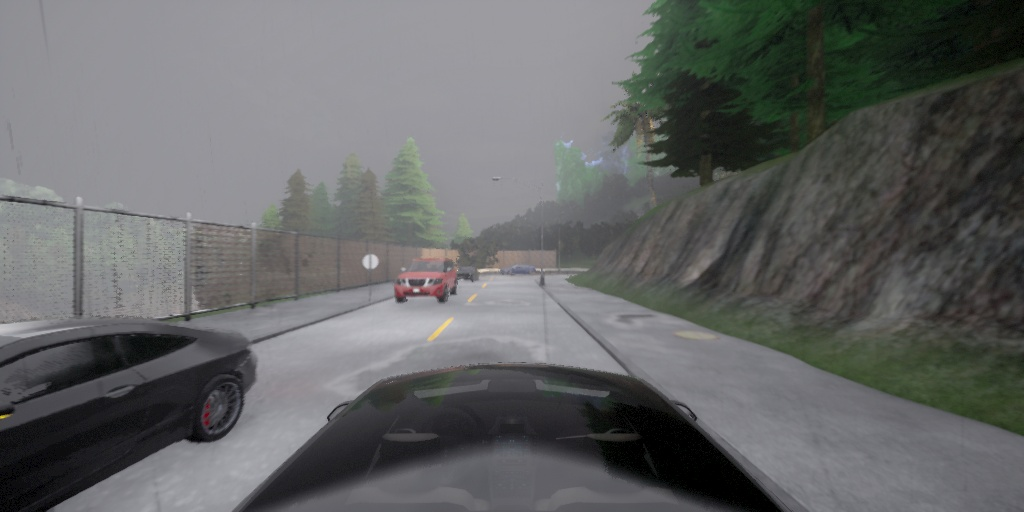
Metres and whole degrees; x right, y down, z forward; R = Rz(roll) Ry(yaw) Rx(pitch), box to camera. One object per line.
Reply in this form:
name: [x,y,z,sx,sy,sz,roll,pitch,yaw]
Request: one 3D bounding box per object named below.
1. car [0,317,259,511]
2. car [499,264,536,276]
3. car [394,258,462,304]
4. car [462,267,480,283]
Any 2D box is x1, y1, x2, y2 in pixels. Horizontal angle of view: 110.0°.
car: [-4.100,1.284,2.684,1.812,1.442,4.674,0,-1,0]
car: [0.699,1.645,42.974,4.674,1.442,1.812,0,-1,-31]
car: [-4.060,1.116,17.820,2.150,2.045,5.566,0,-1,-1]
car: [-4.021,1.616,31.393,1.895,1.301,4.718,0,-1,2]
